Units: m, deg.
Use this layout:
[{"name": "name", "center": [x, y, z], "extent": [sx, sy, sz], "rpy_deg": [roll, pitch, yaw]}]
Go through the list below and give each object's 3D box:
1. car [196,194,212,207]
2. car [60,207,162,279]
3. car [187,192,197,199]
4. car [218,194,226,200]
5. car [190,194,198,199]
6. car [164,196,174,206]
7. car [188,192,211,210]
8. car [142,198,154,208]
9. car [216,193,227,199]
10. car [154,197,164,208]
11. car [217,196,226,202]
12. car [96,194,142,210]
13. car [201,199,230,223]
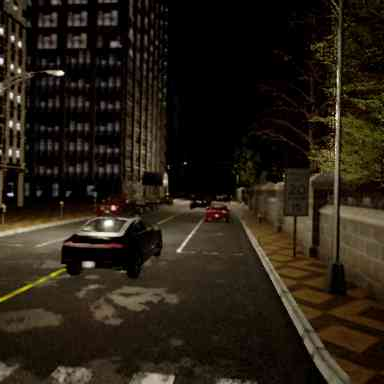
[{"name": "car", "center": [1.866, 1.211, 50.907], "extent": [2.097, 1.767, 4.553], "rpy_deg": [1, 0, 6]}, {"name": "car", "center": [-2.141, 1.451, 10.051], "extent": [2.128, 1.511, 4.902], "rpy_deg": [1, 0, 6]}, {"name": "car", "center": [0.060, 0.943, 86.961], "extent": [2.192, 1.841, 5.009], "rpy_deg": [1, 0, 6]}, {"name": "car", "center": [7.899, 1.252, 86.193], "extent": [1.967, 1.590, 4.097], "rpy_deg": [1, 0, 6]}, {"name": "car", "center": [0.594, 1.175, 92.463], "extent": [1.947, 1.339, 4.313], "rpy_deg": [1, 0, 6]}, {"name": "car", "center": [-3.735, 1.269, 48.285], "extent": [1.752, 1.417, 4.829], "rpy_deg": [1, 0, 6]}, {"name": "car", "center": [0.964, 1.239, 41.138], "extent": [2.097, 1.767, 4.553], "rpy_deg": [1, 0, 6]}, {"name": "car", "center": [-5.336, 1.337, 31.951], "extent": [2.008, 1.369, 4.403], "rpy_deg": [1, 0, 6]}, {"name": "car", "center": [5.744, 1.195, 64.188], "extent": [2.192, 1.841, 5.009], "rpy_deg": [1, 0, 6]}, {"name": "car", "center": [-4.797, 1.324, 37.452], "extent": [2.008, 1.369, 4.403], "rpy_deg": [1, 0, 6]}, {"name": "car", "center": [6.278, 1.446, 69.691], "extent": [1.802, 1.307, 4.206], "rpy_deg": [1, 0, 6]}, {"name": "car", "center": [-5.870, 1.115, 26.449], "extent": [2.192, 1.841, 5.009], "rpy_deg": [1, 0, 6]}, {"name": "car", "center": [1.965, 1.529, 25.682], "extent": [1.887, 1.381, 4.507], "rpy_deg": [1, 0, 6]}]
